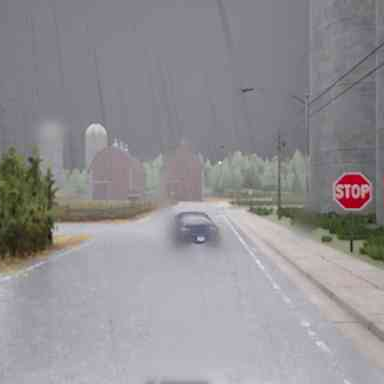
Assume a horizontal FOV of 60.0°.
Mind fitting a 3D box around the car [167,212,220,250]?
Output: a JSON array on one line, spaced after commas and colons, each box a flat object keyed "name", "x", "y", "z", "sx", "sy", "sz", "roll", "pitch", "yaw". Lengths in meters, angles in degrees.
[{"name": "car", "x": -0.035, "y": 1.601, "z": 14.799, "sx": 1.812, "sy": 1.442, "sz": 4.674, "roll": 0, "pitch": 0, "yaw": -9}]
